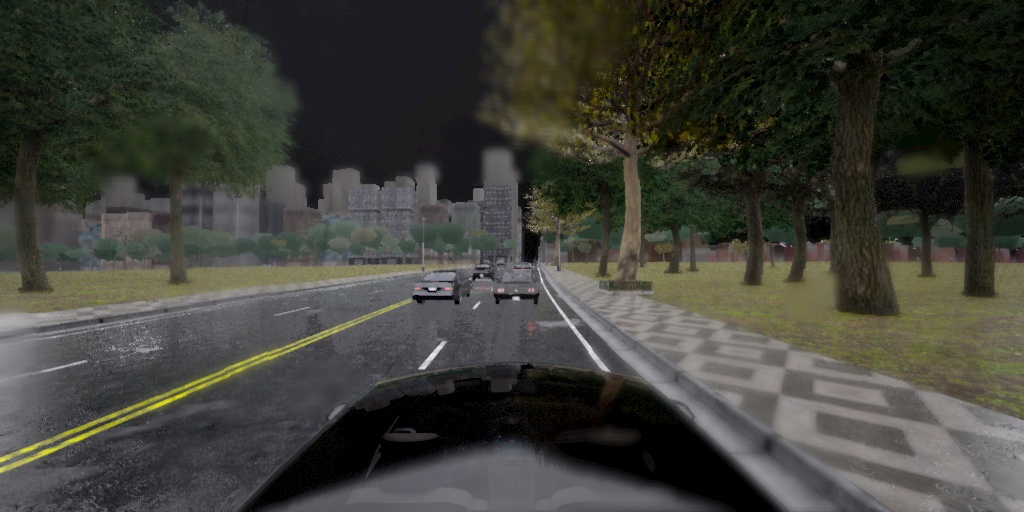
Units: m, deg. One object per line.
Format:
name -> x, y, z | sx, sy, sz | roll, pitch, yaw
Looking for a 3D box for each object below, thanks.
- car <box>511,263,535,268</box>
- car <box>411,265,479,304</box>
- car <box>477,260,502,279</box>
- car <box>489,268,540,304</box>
car -> 0.953, 1.322, 31.153 | 2.128, 1.511, 4.902 | 0, 0, 4
car -> -3.010, 1.337, 16.428 | 2.033, 1.411, 5.357 | 0, 0, 2
car -> -2.290, 1.348, 31.361 | 1.837, 1.490, 4.892 | 0, 0, 4
car -> 0.239, 1.388, 16.353 | 1.895, 1.301, 4.718 | 0, 0, 2
